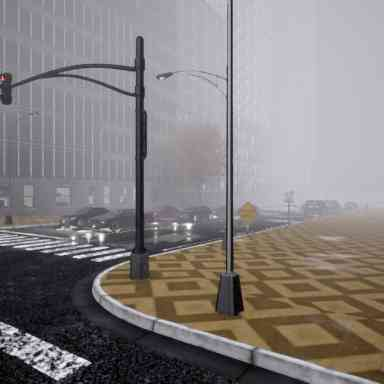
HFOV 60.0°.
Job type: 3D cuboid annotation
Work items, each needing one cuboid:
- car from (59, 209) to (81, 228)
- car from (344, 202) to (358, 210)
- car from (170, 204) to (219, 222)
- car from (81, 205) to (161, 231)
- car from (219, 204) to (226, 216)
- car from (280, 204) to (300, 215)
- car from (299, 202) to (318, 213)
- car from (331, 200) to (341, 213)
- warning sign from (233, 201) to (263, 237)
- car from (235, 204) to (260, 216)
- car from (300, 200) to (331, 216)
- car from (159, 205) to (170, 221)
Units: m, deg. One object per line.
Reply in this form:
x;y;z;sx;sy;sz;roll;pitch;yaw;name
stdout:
-7.736;1.844;25.179;1.812;1.442;4.674;0;-1;31;car
31.498;2.661;65.692;2.097;1.767;4.553;0;-1;33;car
0.335;2.003;31.698;1.837;1.490;4.892;0;-1;33;car
-4.869;1.874;23.641;2.033;1.411;5.357;0;-1;33;car
3.267;2.245;42.208;1.994;1.385;4.181;0;-1;33;car
13.634;2.372;46.035;1.812;1.442;4.674;0;-1;33;car
19.193;2.506;54.725;1.882;1.535;5.008;0;-1;33;car
22.401;2.266;53.517;2.150;2.045;5.566;0;-1;33;car
3.122;1.454;18.564;1.300;1.860;1.060;1;1;33;warning sign
7.072;2.246;42.104;1.812;1.442;4.674;0;-1;33;car
16.571;2.077;44.489;2.150;2.045;5.566;0;-1;33;car
-2.807;2.007;32.823;1.812;1.442;4.674;0;-1;33;car
